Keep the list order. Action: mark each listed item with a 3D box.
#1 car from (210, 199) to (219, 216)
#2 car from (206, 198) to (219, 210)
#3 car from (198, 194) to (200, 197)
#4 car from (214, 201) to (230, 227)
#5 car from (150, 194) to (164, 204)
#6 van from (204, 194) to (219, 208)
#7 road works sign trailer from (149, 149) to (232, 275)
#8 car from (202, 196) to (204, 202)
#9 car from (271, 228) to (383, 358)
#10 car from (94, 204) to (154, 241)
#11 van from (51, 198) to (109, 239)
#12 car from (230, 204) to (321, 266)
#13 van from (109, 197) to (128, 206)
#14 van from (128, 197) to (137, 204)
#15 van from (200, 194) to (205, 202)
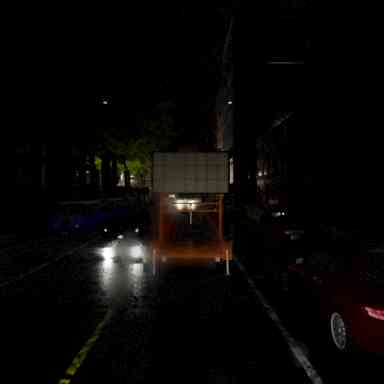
[{"bbox_3d":[2.751,1.564,28.434,1.802,1.307,4.206,0,0,0],"label":"car"},{"bbox_3d":[2.729,1.557,34.095,1.802,1.307,4.206,0,0,0],"label":"car"},{"bbox_3d":[2.624,1.492,62.397,1.947,1.339,4.313,0,0,0],"label":"car"},{"bbox_3d":[2.772,1.533,22.774,1.887,1.381,4.507,0,0,0],"label":"car"},{"bbox_3d":[-5.880,1.253,56.664,2.192,1.841,5.009,0,0,0],"label":"car"},{"bbox_3d":[2.708,1.308,39.755,1.690,1.788,3.998,0,0,0],"label":"van"},{"bbox_3d":[-0.037,0.461,10.395,2.380,3.560,2.880,0,0,0],"label":"road works sign trailer"},{"bbox_3d":[2.687,1.503,45.416,1.887,1.381,4.507,0,0,0],"label":"car"},{"bbox_3d":[2.835,1.581,5.792,1.802,1.307,4.206,0,0,0],"label":"car"},{"bbox_3d":[-3.061,1.541,16.894,2.033,1.411,5.357,0,0,0],"label":"car"},{"bbox_3d":[-5.732,1.334,17.059,1.690,1.788,3.998,0,0,0],"label":"van"},{"bbox_3d":[2.813,1.311,11.453,2.192,1.841,5.009,0,0,0],"label":"car"},{"bbox_3d":[-5.754,1.329,22.716,1.690,1.788,3.998,0,0,0],"label":"van"},{"bbox_3d":[-5.775,1.323,28.374,1.690,1.788,3.998,0,0,0],"label":"van"},{"bbox_3d":[2.645,1.279,56.736,1.690,1.788,3.998,0,0,0],"label":"van"}]
